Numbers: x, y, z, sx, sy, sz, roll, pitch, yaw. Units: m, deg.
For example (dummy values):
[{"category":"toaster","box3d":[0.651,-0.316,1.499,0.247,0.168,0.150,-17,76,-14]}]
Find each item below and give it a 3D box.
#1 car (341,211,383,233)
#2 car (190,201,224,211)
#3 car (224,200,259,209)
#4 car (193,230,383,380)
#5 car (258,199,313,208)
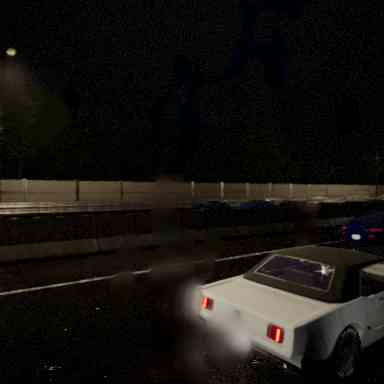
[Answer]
[{"category":"car","box3d":[7.997,1.499,13.742,4.674,1.442,1.812,0,0,-35]},{"category":"car","box3d":[1.853,1.529,31.096,4.181,1.385,1.994,0,0,-35]},{"category":"car","box3d":[5.583,1.438,29.457,5.008,1.535,1.882,0,0,-35]},{"category":"car","box3d":[2.432,1.592,5.478,4.718,1.301,1.895,0,0,-35]},{"category":"car","box3d":[7.926,1.465,26.828,4.892,1.490,1.837,0,0,-35]}]
